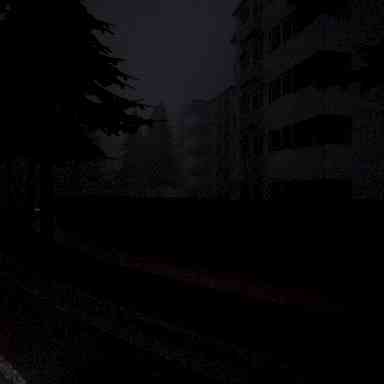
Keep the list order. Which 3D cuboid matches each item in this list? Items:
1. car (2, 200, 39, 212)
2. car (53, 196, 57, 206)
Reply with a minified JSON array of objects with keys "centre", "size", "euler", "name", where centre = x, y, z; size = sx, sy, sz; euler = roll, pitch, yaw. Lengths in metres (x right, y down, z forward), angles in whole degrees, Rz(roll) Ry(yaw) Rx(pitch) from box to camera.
[{"centre":[-20.175,1.564,38.800],"size":[1.994,1.385,4.181],"euler":[0,0,2],"name":"car"},{"centre":[-19.145,1.352,49.160],"size":[2.097,1.767,4.553],"euler":[0,0,16],"name":"car"}]
